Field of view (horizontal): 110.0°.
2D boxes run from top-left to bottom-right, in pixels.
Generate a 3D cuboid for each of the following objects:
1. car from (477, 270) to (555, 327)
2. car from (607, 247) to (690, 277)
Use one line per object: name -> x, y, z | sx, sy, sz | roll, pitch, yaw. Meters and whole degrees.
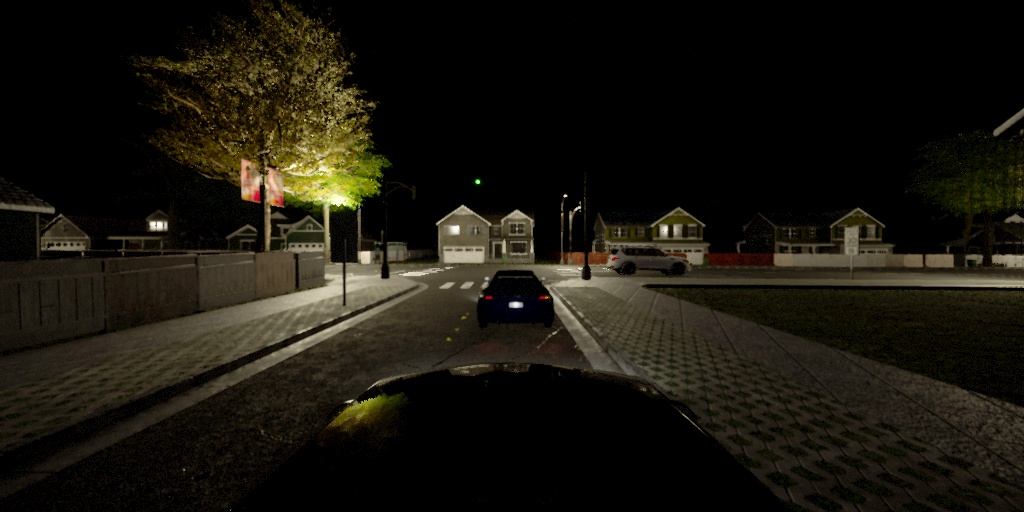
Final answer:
car -> 0.096, 1.086, 10.567 | 1.994, 1.385, 4.181 | 0, 1, 0
car -> 9.668, 0.367, 25.677 | 5.566, 2.045, 2.150 | 0, 0, 4
